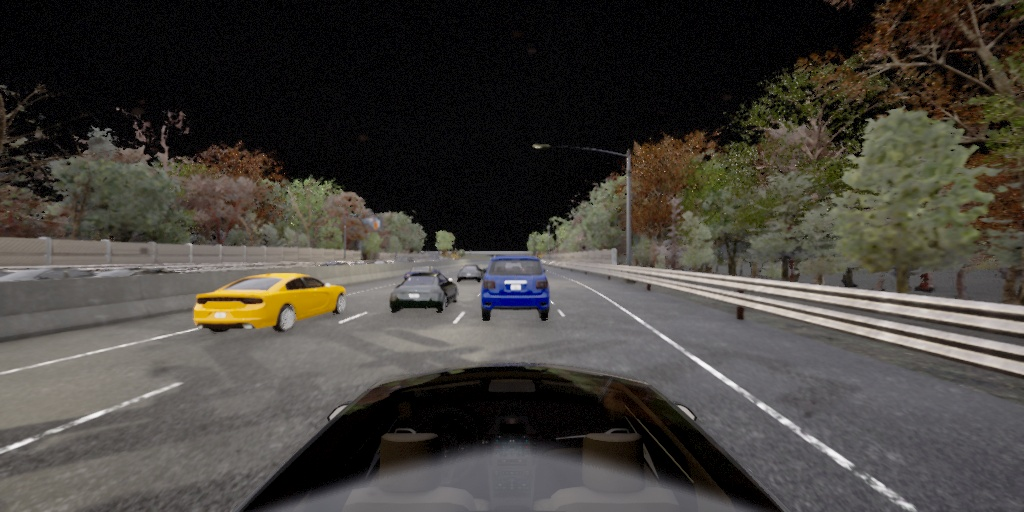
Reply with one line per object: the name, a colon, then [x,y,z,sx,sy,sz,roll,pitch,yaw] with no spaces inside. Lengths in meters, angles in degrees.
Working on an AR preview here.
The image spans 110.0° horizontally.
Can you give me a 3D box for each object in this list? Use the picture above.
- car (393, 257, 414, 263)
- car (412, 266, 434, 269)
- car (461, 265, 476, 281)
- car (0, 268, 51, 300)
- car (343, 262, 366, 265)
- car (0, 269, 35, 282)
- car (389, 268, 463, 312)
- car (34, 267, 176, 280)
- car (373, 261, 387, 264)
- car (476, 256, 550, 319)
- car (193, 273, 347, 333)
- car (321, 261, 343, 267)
car: [-17.525,1.220,58.048,2.150,2.045,5.566,0,0,1]
car: [-6.892,1.459,28.220,1.895,1.301,4.718,0,0,0]
car: [-3.391,1.431,30.165,1.994,1.385,4.181,0,0,0]
car: [-24.597,1.330,16.079,1.812,1.442,4.674,0,0,0]
car: [-24.517,1.601,57.085,1.895,1.301,4.718,0,0,1]
car: [-21.096,1.282,16.098,1.882,1.535,5.008,0,0,0]
car: [-3.396,1.363,14.473,1.994,1.385,4.181,0,0,0]
car: [-17.595,1.311,16.418,1.837,1.490,4.892,0,0,0]
car: [-21.026,1.527,57.323,1.812,1.442,4.674,0,0,1]
car: [0.092,1.015,13.077,2.150,2.045,5.566,0,0,0]
car: [-6.898,1.262,10.958,1.882,1.535,5.008,0,0,0]
car: [-28.010,1.545,56.608,2.033,1.411,5.357,0,0,1]
